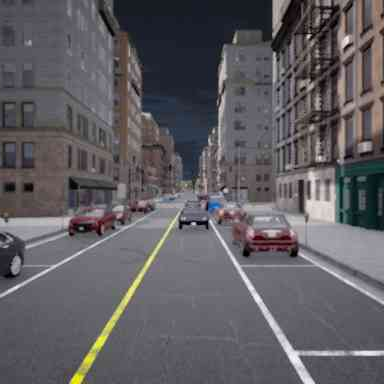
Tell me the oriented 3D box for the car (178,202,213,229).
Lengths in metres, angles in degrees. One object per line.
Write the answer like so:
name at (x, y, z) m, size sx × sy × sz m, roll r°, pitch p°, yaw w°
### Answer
car at (0.111, 1.587, 21.726) m, size 1.895 × 1.301 × 4.718 m, roll 0°, pitch 0°, yaw 0°

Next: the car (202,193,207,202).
car at (2.653, 1.287, 40.478) m, size 2.192 × 1.841 × 5.009 m, roll 0°, pitch 0°, yaw 0°

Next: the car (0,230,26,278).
car at (-5.385, 1.546, 7.415) m, size 2.008 × 1.369 × 4.403 m, roll 0°, pitch 0°, yaw 0°

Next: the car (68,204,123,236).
car at (-5.381, 1.533, 18.437) m, size 1.887 × 1.381 × 4.507 m, roll 0°, pitch 0°, yaw 0°

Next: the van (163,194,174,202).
van at (-5.380, 1.282, 72.445) m, size 1.690 × 1.788 × 3.998 m, roll 0°, pitch 0°, yaw 0°

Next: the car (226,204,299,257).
car at (2.642, 1.432, 12.923) m, size 1.967 × 1.590 × 4.097 m, roll 0°, pitch 0°, yaw 0°

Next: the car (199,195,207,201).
car at (2.732, 1.481, 83.255) m, size 2.008 × 1.369 × 4.403 m, roll 0°, pitch 0°, yaw 0°

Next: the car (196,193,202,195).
car at (2.735, 1.251, 77.849) m, size 2.192 × 1.841 × 5.009 m, roll 0°, pitch 0°, yaw 0°

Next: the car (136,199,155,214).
car at (-5.374, 1.521, 34.970) m, size 1.887 × 1.381 × 4.507 m, roll 0°, pitch 0°, yaw 0°

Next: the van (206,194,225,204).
van at (2.651, 1.317, 34.966) m, size 1.690 × 1.788 × 3.998 m, roll 0°, pitch 0°, yaw 0°

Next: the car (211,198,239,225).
car at (2.646, 1.425, 23.945) m, size 1.967 × 1.590 × 4.097 m, roll 0°, pitch 0°, yaw 0°

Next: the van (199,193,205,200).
van at (2.726, 1.261, 94.068) m, size 1.690 × 1.788 × 3.998 m, roll 0°, pitch 0°, yaw 0°

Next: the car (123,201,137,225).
car at (-5.379, 1.566, 23.948) m, size 1.802 × 1.307 × 4.206 m, roll 0°, pitch 0°, yaw 0°

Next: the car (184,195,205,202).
car at (0.117, 1.460, 39.849) m, size 2.128 × 1.511 × 4.902 m, roll 0°, pitch 0°, yaw 0°

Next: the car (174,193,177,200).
car at (-5.373, 1.496, 83.257) m, size 1.947 × 1.339 × 4.313 m, roll 0°, pitch 0°, yaw 0°
